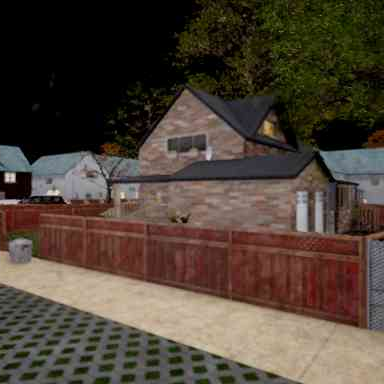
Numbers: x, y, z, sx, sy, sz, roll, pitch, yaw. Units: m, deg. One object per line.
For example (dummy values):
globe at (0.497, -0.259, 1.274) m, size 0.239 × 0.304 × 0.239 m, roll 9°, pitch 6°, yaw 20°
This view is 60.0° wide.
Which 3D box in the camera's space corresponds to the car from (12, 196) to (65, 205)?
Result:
car at (-13.905, 1.349, 29.413) m, size 2.150 × 2.045 × 5.566 m, roll 0°, pitch 0°, yaw 37°
